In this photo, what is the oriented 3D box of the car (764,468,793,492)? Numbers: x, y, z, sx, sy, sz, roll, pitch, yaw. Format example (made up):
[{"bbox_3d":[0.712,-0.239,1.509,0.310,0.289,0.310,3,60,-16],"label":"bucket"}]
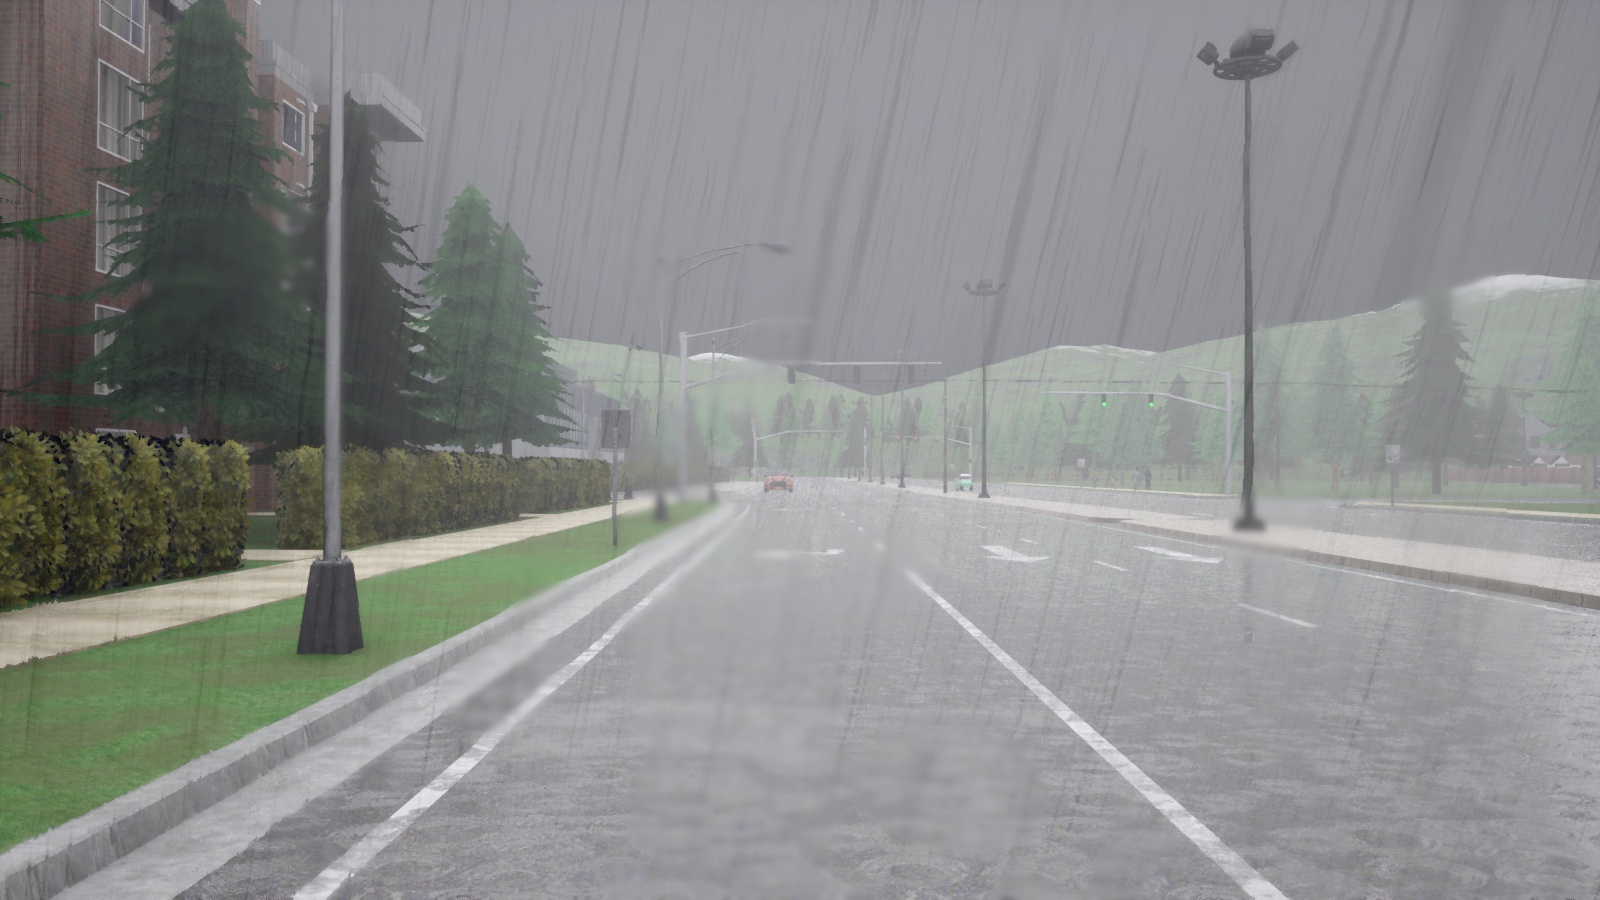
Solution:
[{"bbox_3d":[-1.571,2.254,94.034,2.097,1.767,4.553,0,-1,0],"label":"car"}]
